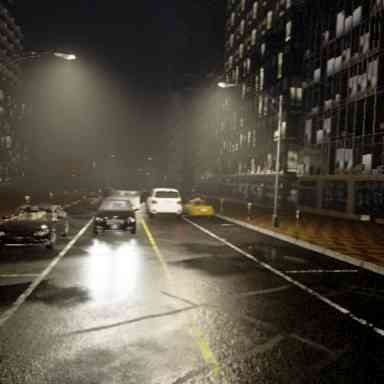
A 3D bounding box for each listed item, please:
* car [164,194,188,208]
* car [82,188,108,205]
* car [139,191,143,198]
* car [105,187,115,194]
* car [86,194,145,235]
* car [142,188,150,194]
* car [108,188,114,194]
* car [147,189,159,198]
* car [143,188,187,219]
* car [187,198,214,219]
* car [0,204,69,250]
[{"bbox_3d":[-1.830,0.926,35.734,1.947,1.339,4.313,1,1,-11],"label":"car"},{"bbox_3d":[-10.035,0.503,34.064,1.967,1.590,4.097,1,1,-11],"label":"car"},{"bbox_3d":[-5.244,0.645,39.449,1.882,1.535,5.008,2,1,-11],"label":"car"},{"bbox_3d":[-17.845,-0.283,72.648,2.008,1.369,4.403,1,1,-11],"label":"car"},{"bbox_3d":[-3.610,1.090,15.937,2.128,1.511,4.902,2,1,-11],"label":"car"},{"bbox_3d":[-11.869,-0.206,85.340,1.802,1.307,4.206,1,1,-11],"label":"car"},{"bbox_3d":[-13.383,0.221,50.601,1.887,1.381,4.507,1,1,-11],"label":"car"},{"bbox_3d":[-7.440,0.240,63.458,1.752,1.417,4.829,1,1,-11],"label":"car"},{"bbox_3d":[-2.086,0.760,23.840,2.150,2.045,5.566,2,1,-11],"label":"car"},{"bbox_3d":[0.368,1.142,24.877,1.752,1.417,4.829,1,1,-11],"label":"car"},{"bbox_3d":[-5.575,1.136,12.019,2.008,1.369,4.403,1,1,-11],"label":"car"}]
